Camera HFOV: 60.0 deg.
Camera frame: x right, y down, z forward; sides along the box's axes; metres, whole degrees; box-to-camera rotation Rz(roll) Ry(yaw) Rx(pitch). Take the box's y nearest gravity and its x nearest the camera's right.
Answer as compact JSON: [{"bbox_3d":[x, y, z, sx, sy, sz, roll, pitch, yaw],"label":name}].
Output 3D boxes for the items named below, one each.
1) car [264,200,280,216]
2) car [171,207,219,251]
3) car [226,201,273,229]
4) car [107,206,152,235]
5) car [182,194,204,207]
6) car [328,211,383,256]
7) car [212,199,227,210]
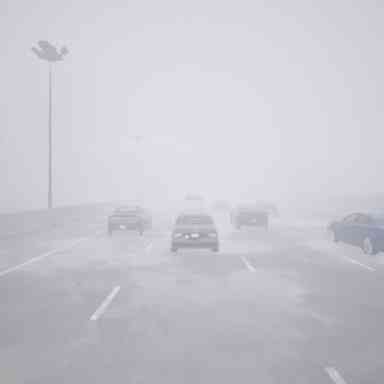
[{"bbox_3d":[7.112,1.552,32.460,1.812,1.442,4.674,0,0,0],"label":"car"},{"bbox_3d":[0.105,1.559,14.062,2.033,1.411,5.357,0,0,0],"label":"car"},{"bbox_3d":[3.608,1.495,21.677,1.882,1.535,5.008,0,0,0],"label":"car"},{"bbox_3d":[-3.394,1.507,18.709,2.128,1.511,4.902,0,0,0],"label":"car"},{"bbox_3d":[0.113,1.250,34.897,2.150,2.045,5.566,0,0,0],"label":"car"},{"bbox_3d":[7.105,1.488,13.115,1.882,1.535,5.008,0,0,0],"label":"car"},{"bbox_3d":[3.615,1.598,41.624,1.994,1.385,4.181,0,0,0],"label":"car"}]
